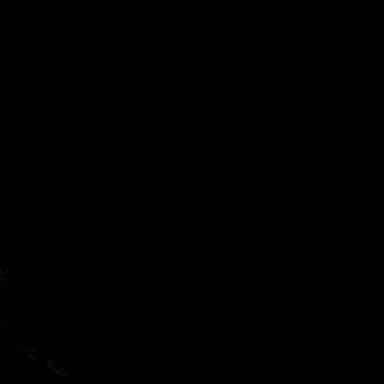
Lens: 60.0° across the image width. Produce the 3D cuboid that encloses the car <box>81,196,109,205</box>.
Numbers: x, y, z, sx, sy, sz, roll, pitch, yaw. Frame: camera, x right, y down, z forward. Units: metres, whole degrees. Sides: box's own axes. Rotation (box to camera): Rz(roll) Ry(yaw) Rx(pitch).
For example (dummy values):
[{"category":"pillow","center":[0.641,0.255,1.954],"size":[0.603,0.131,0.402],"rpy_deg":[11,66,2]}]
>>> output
[{"category":"car","center":[-15.977,1.409,54.791],"size":[1.994,1.385,4.181],"rpy_deg":[0,0,34]}]

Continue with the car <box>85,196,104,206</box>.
[{"category":"car","center":[-13.994,1.338,51.447],"size":[1.882,1.535,5.008],"rpy_deg":[0,0,34]}]
